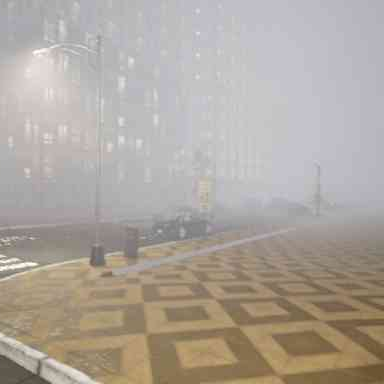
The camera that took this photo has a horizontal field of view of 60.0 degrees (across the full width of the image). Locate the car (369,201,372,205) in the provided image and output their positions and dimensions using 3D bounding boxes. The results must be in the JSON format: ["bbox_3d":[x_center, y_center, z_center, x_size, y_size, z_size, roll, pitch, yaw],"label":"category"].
[{"bbox_3d":[44.497,2.633,84.407,1.887,1.381,4.507,0,0,35],"label":"car"}]

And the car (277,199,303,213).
[{"bbox_3d":[13.356,2.086,44.193,1.812,1.442,4.674,1,0,35],"label":"car"}]

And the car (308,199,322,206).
[{"bbox_3d":[27.955,2.382,75.287,1.947,1.339,4.313,0,0,35],"label":"car"}]

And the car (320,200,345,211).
[{"bbox_3d":[21.959,2.271,51.971,1.947,1.339,4.313,0,0,35],"label":"car"}]

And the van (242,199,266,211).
[{"bbox_3d":[8.643,1.826,47.494,1.690,1.788,3.998,0,0,35],"label":"van"}]

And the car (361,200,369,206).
[{"bbox_3d":[38.058,2.546,75.139,1.947,1.339,4.313,0,0,35],"label":"car"}]

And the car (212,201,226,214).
[{"bbox_3d":[2.205,1.814,38.228,1.967,1.590,4.097,0,0,35],"label":"car"}]

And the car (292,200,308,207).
[{"bbox_3d":[21.518,2.288,66.022,1.802,1.307,4.206,0,0,35],"label":"car"}]

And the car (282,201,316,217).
[{"bbox_3d":[12.300,2.105,38.070,1.947,1.339,4.313,0,0,35],"label":"car"}]

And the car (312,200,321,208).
[{"bbox_3d":[22.684,2.198,57.604,1.882,1.535,5.008,1,0,35],"label":"car"}]

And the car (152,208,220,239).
[{"bbox_3d":[-0.472,1.866,19.464,2.008,1.369,4.403,0,0,35],"label":"car"}]

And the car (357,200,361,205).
[{"bbox_3d":[31.618,2.436,65.872,1.947,1.339,4.313,0,0,35],"label":"car"}]

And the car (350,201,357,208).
[{"bbox_3d":[28.399,2.255,61.239,1.967,1.590,4.097,0,0,35],"label":"car"}]

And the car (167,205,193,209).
[{"bbox_3d":[-1.123,1.859,28.883,2.033,1.411,5.357,1,0,35],"label":"car"}]

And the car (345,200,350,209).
[{"bbox_3d":[25.178,2.342,56.605,1.802,1.307,4.206,0,0,35],"label":"car"}]

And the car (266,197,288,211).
[{"bbox_3d":[12.371,1.771,48.133,2.150,2.045,5.566,1,0,35],"label":"car"}]
